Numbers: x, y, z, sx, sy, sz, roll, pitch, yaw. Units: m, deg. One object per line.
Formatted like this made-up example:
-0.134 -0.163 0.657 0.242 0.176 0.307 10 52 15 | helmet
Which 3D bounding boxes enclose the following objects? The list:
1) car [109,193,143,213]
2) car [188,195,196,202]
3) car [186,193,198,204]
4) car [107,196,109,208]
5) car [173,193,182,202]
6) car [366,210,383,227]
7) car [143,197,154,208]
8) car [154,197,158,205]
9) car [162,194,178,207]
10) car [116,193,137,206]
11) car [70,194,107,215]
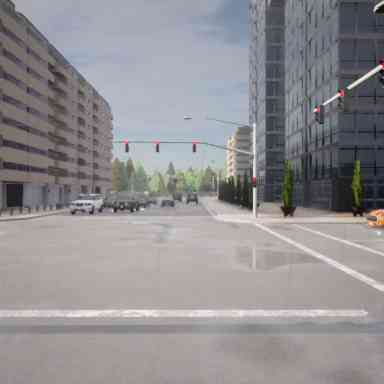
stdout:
-7.426 1.221 38.092 2.150 2.045 5.566 0 0 1 | car
0.083 1.500 74.517 1.837 1.490 4.892 0 0 1 | car
0.050 1.221 63.804 2.150 2.045 5.566 0 0 1 | car
-10.876 1.352 44.761 2.097 1.767 4.553 0 0 1 | car
-3.417 1.225 74.670 2.150 2.045 5.566 0 0 1 | car
13.575 1.407 21.083 4.553 1.767 2.097 0 0 0 | car
-7.334 1.547 48.336 2.033 1.411 5.357 0 0 1 | car
-7.198 1.564 58.356 1.994 1.385 4.181 0 0 1 | car
-3.598 1.525 51.306 1.812 1.442 4.674 0 0 1 | car
-10.747 1.221 54.962 2.150 2.045 5.566 0 0 1 | car
-10.935 1.221 34.917 2.150 2.045 5.566 0 0 -1 | car
